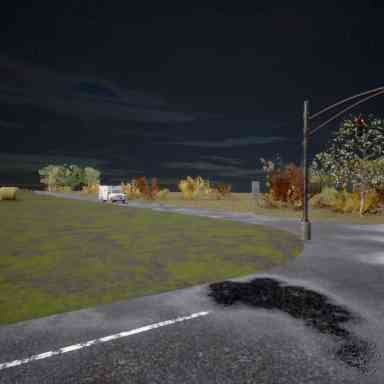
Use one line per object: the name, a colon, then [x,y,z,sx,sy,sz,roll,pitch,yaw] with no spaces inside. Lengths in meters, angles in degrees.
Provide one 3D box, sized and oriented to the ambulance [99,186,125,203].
ambulance: [-11.962,0.341,50.021,2.351,2.431,6.366,2,0,-32]
